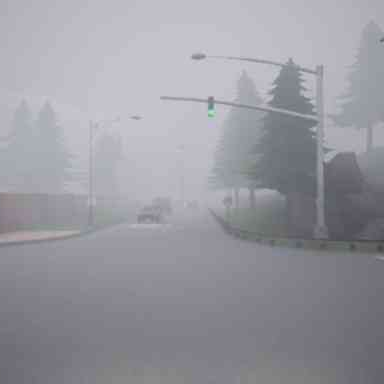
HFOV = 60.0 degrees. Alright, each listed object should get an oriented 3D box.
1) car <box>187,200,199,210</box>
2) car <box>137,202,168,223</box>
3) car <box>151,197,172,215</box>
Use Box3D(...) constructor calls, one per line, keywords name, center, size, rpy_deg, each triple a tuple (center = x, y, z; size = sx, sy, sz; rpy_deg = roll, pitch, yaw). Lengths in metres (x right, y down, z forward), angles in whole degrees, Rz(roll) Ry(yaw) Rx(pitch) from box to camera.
Box3D(name="car", center=(0.101, 2.073, 53.242), size=(2.128, 1.511, 4.902), rpy_deg=(0, -1, 0))
Box3D(name="car", center=(-3.577, 1.869, 29.371), size=(2.033, 1.411, 5.357), rpy_deg=(0, -1, 0))
Box3D(name="car", center=(-3.563, 1.657, 39.787), size=(2.150, 2.045, 5.566), rpy_deg=(0, -1, 0))
